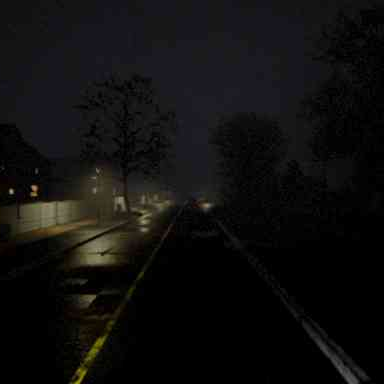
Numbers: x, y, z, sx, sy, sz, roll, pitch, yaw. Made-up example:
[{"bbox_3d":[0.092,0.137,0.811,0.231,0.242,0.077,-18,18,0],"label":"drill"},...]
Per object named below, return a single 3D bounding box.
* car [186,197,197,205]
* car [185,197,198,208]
[{"bbox_3d":[-0.033,1.601,59.661,1.895,1.301,4.718,0,0,0],"label":"car"},{"bbox_3d":[-0.027,1.547,49.203,2.033,1.411,5.357,0,0,0],"label":"car"}]
